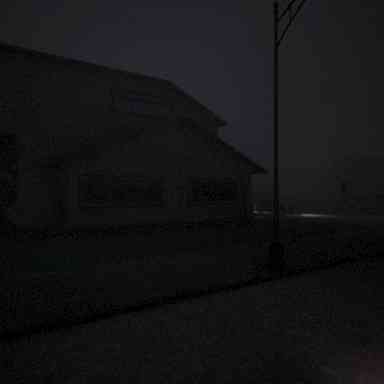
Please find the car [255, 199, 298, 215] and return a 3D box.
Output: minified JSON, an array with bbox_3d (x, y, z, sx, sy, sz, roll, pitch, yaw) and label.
[{"bbox_3d":[8.737,1.504,34.785,1.837,1.490,4.892,0,0,-35],"label":"car"}]
